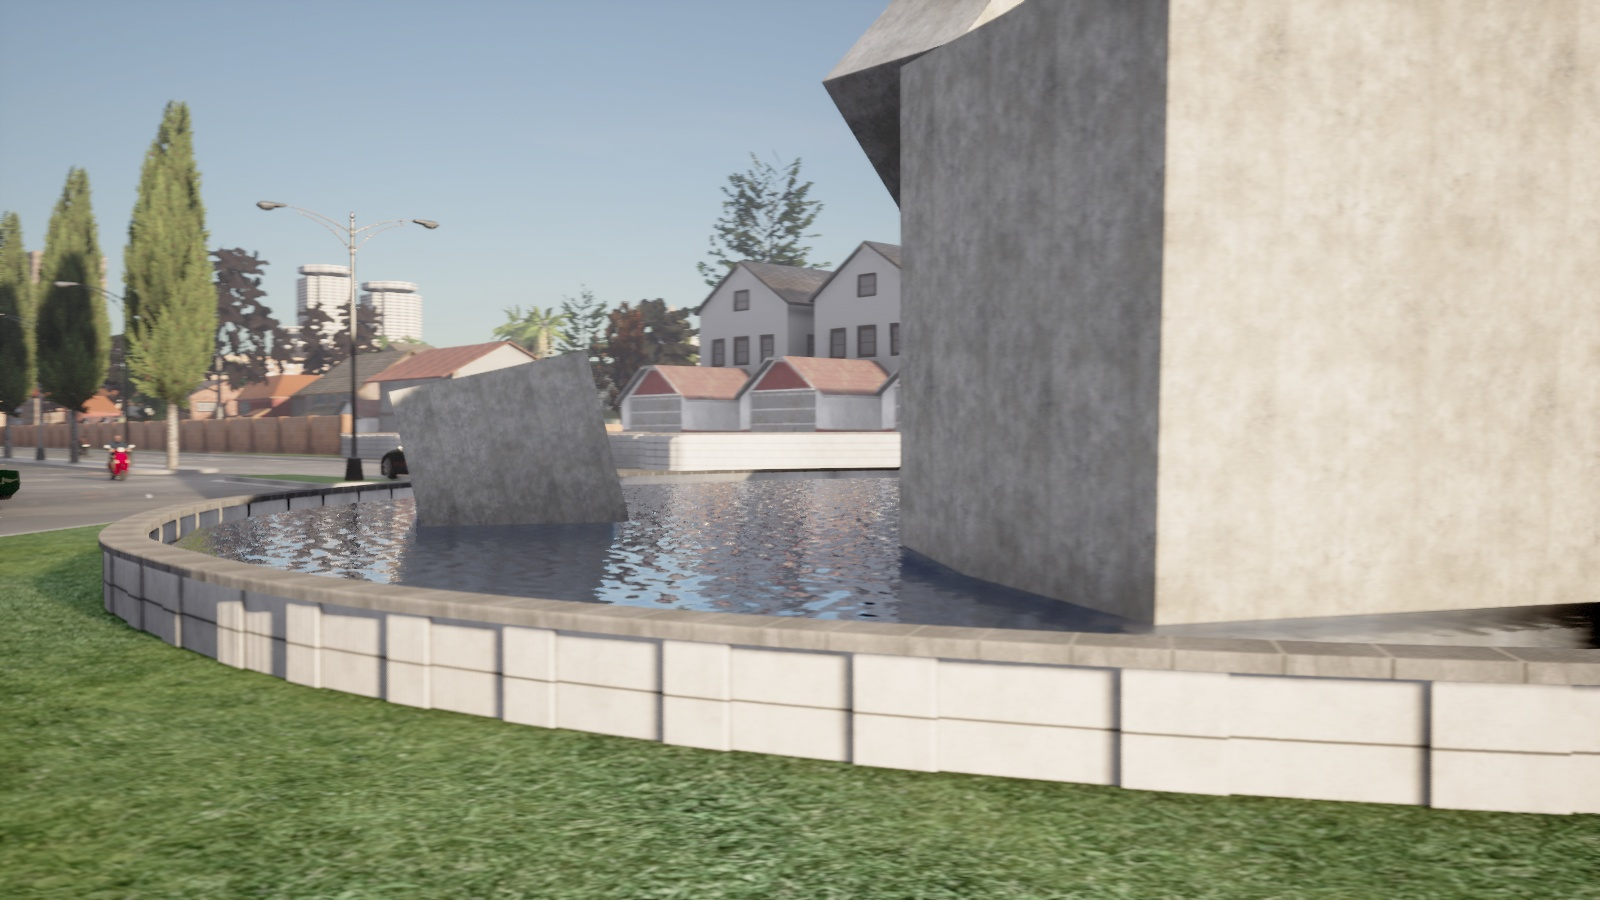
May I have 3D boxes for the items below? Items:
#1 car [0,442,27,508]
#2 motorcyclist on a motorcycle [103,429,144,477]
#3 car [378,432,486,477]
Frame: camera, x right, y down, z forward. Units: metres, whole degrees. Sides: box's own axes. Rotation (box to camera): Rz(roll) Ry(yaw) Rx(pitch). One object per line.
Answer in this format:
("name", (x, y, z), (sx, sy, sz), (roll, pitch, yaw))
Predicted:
("car", (-17.029, 0.525, 23.659), (1.895, 1.301, 4.718), (0, 1, 2))
("motorcyclist on a motorcycle", (-23.072, 0.086, 42.812), (0.866, 1.590, 1.817), (0, 1, -41))
("car", (-12.788, 0.133, 43.536), (3.806, 1.475, 1.970), (1, 1, 44))
